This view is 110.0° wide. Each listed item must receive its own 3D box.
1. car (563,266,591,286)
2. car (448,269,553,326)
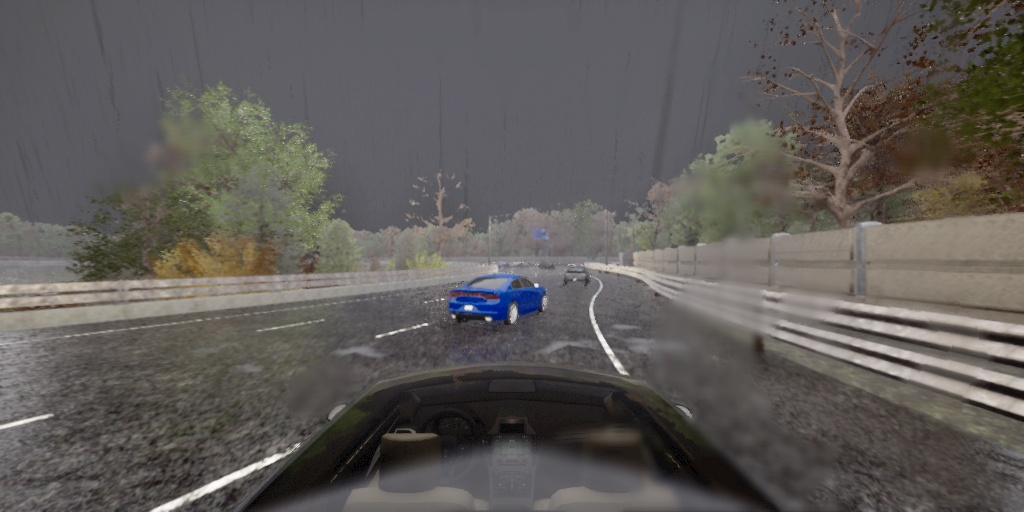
[{"bbox_3d":[5.291,1.593,29.072,2.128,1.511,4.902,0,-1,14],"label":"car"},{"bbox_3d":[-0.260,1.359,12.493,1.882,1.535,5.008,0,-1,23],"label":"car"}]
